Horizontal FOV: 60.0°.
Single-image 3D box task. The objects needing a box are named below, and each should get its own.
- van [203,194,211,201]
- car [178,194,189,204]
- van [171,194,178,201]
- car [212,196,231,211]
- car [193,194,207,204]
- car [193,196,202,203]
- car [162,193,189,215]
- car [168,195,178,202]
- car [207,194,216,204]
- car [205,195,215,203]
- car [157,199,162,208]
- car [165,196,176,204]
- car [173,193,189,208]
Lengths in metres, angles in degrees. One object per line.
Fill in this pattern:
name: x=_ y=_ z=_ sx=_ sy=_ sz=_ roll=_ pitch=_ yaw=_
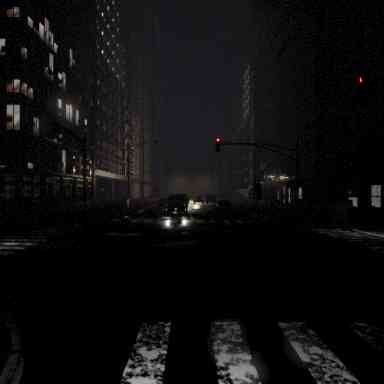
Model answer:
van: x=3.670 y=1.320 z=80.448 sx=1.690 sy=1.788 sz=3.998 roll=0 pitch=0 yaw=0
car: x=-1.593 y=1.347 z=65.393 sx=2.097 sy=1.767 sz=4.553 roll=0 pitch=0 yaw=0
van: x=-4.210 y=1.320 z=80.410 sx=1.690 sy=1.788 sz=3.998 roll=0 pitch=0 yaw=0
car: x=3.904 y=1.579 z=41.756 sx=1.947 sy=1.339 sz=4.313 roll=0 pitch=0 yaw=0
car: x=1.275 y=1.524 z=62.977 sx=1.812 sy=1.442 sz=4.674 roll=0 pitch=0 yaw=0
car: x=1.150 y=1.528 z=73.284 sx=2.033 sy=1.411 sz=5.357 roll=0 pitch=0 yaw=0
car: x=-1.525 y=1.238 z=33.932 sx=2.150 sy=2.045 sz=5.566 roll=0 pitch=0 yaw=0
car: x=-4.183 y=1.425 z=74.883 sx=1.967 sy=1.590 sz=4.097 roll=0 pitch=0 yaw=0
car: x=3.750 y=1.312 z=63.865 sx=2.192 sy=1.841 sz=5.009 roll=0 pitch=0 yaw=0
car: x=3.723 y=1.431 z=69.393 sx=1.967 sy=1.590 sz=4.097 roll=0 pitch=0 yaw=0
car: x=-4.052 y=1.592 z=47.245 sx=1.802 sy=1.307 sz=4.206 roll=0 pitch=0 yaw=0
car: x=-4.131 y=1.563 z=63.828 sx=1.947 sy=1.339 sz=4.313 roll=0 pitch=0 yaw=0
car: x=-1.589 y=1.233 z=48.374 sx=2.150 sy=2.045 sz=5.566 roll=0 pitch=0 yaw=0
